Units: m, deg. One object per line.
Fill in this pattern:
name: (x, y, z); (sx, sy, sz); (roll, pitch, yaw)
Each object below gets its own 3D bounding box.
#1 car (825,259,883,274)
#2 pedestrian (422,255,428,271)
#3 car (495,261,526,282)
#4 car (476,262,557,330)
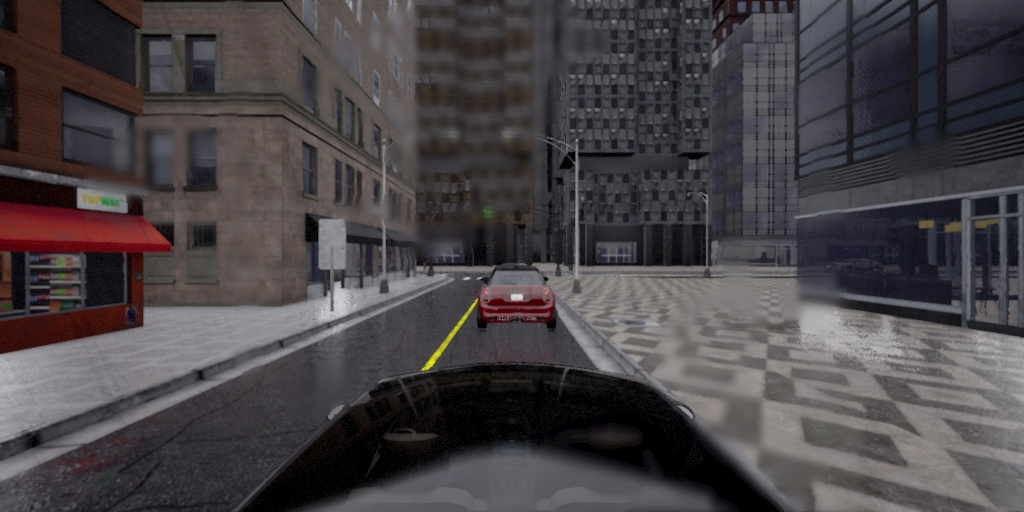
car: (35.281, 1.038, 37.097); (4.902, 1.511, 2.128); (0, 0, 1)
pedestrian: (-9.890, 0.735, 40.549); (0.375, 1.860, 0.375); (0, 0, 1)
car: (-0.204, 1.181, 28.660); (2.033, 1.411, 5.357); (0, 0, -5)
car: (0.098, 1.060, 11.167); (2.097, 1.767, 4.553); (0, 0, -1)
